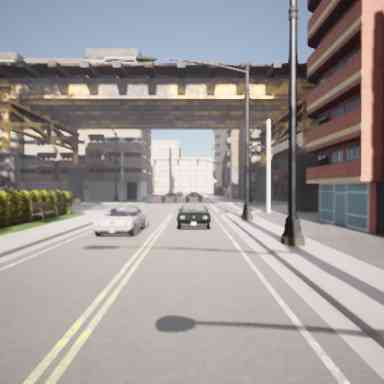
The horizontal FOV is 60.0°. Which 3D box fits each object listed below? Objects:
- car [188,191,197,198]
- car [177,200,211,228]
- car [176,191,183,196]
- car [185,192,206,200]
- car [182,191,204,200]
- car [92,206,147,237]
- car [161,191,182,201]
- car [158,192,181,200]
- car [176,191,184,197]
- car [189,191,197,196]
[{"bbox_3d":[0.146,0.544,80.904,2.038,1.542,4.974,0,1,0],"label":"car"},{"bbox_3d":[0.100,1.375,20.036,1.895,1.301,4.718,0,1,0],"label":"car"},{"bbox_3d":[-3.286,0.290,89.476,1.853,1.218,4.536,0,1,0],"label":"car"},{"bbox_3d":[0.497,0.684,54.356,1.853,1.218,4.536,0,1,-20],"label":"car"},{"bbox_3d":[0.515,0.842,54.309,2.038,1.542,4.974,0,1,-20],"label":"car"},{"bbox_3d":[-3.508,1.410,16.850,1.895,1.301,4.718,0,1,0],"label":"car"},{"bbox_3d":[-3.645,0.839,54.617,2.038,1.542,4.974,0,1,25],"label":"car"},{"bbox_3d":[-3.624,0.681,54.662,1.853,1.218,4.536,0,1,25],"label":"car"},{"bbox_3d":[-3.286,0.449,89.426,2.038,1.542,4.974,0,1,0],"label":"car"},{"bbox_3d":[0.145,0.386,80.954,1.853,1.218,4.536,0,1,0],"label":"car"}]
